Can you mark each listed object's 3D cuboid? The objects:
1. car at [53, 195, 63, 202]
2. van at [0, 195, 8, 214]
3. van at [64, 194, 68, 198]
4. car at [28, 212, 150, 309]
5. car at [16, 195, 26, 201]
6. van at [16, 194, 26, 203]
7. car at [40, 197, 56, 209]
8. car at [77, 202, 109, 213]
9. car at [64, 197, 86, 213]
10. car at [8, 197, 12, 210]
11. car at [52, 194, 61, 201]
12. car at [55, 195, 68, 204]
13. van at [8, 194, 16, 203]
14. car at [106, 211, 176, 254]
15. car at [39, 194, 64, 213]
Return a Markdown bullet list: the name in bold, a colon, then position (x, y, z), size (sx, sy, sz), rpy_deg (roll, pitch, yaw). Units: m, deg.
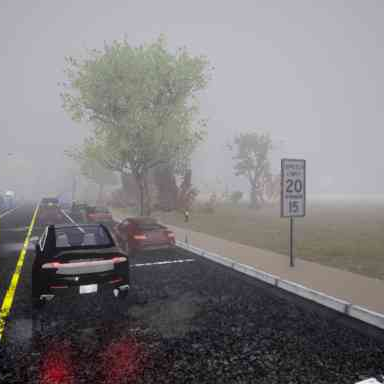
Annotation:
- **car**: position (-31.642, 1.517, 78.280), size (1.947, 1.339, 4.313), rpy_deg (-1, 0, -24)
- **van**: position (-20.567, 1.332, 34.495), size (1.690, 1.788, 3.998), rpy_deg (-1, 0, -24)
- **van**: position (-22.542, 1.304, 58.068), size (1.690, 1.788, 3.998), rpy_deg (-1, 0, -24)
- **car**: position (-2.817, 1.486, 8.058), size (2.128, 1.511, 4.902), rpy_deg (0, 0, -24)
- **car**: position (-41.070, 1.511, 80.022), size (1.887, 1.381, 4.507), rpy_deg (-1, 0, -24)
- **van**: position (-36.515, 1.313, 69.904), size (1.690, 1.788, 3.998), rpy_deg (-1, 0, -24)
- **car**: position (-19.669, 1.452, 45.472), size (1.882, 1.535, 5.008), rpy_deg (0, 0, -24)
- **car**: position (-6.525, 1.563, 22.742), size (1.802, 1.307, 4.206), rpy_deg (-1, 0, -24)
- **car**: position (-11.161, 1.527, 32.808), size (2.008, 1.369, 4.403), rpy_deg (-1, 0, -24)
- **car**: position (-22.842, 1.570, 39.554), size (1.802, 1.307, 4.206), rpy_deg (-1, 0, -24)
- **car**: position (-33.919, 1.389, 83.331), size (1.967, 1.590, 4.097), rpy_deg (-1, 0, -24)
- **car**: position (-24.816, 1.401, 63.121), size (1.967, 1.590, 4.097), rpy_deg (-1, 0, -24)
- **van**: position (-25.124, 1.327, 44.611), size (1.690, 1.788, 3.998), rpy_deg (-1, 0, -24)
- **car**: position (-1.940, 1.569, 12.650), size (1.802, 1.307, 4.206), rpy_deg (-1, 0, -24)
- **car**: position (-15.404, 1.331, 36.131), size (2.097, 1.767, 4.553), rpy_deg (0, 0, -24)
